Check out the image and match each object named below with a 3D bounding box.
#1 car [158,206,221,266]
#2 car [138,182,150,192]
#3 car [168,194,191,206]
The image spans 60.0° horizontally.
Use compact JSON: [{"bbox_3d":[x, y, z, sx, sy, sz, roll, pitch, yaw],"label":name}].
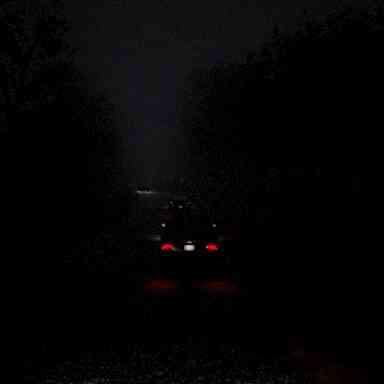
[{"bbox_3d":[-0.104,1.473,11.358,2.033,1.411,5.357,1,1,-1],"label":"car"},{"bbox_3d":[-8.290,-0.908,57.844,1.812,1.442,4.674,2,3,-11],"label":"car"},{"bbox_3d":[-1.121,0.908,29.034,1.812,1.442,4.674,0,3,-5],"label":"car"}]
